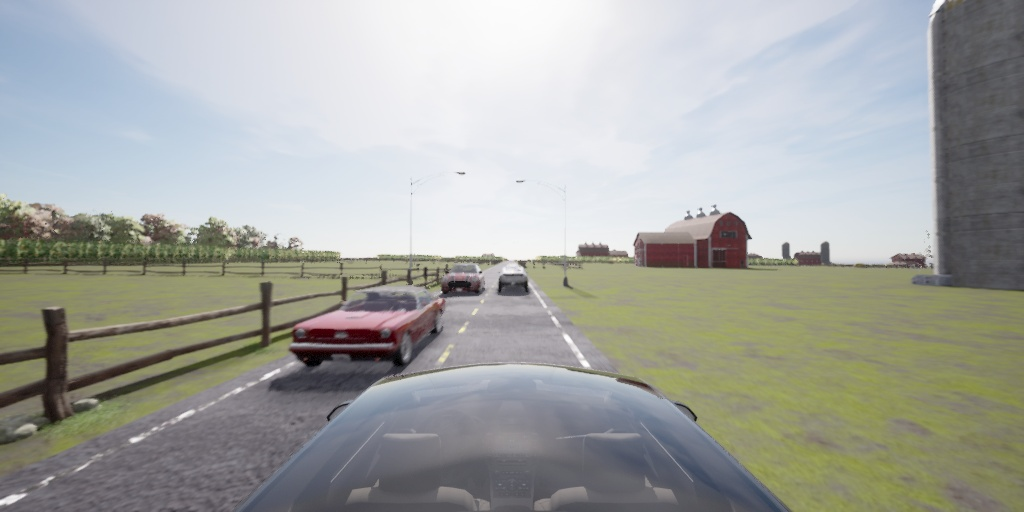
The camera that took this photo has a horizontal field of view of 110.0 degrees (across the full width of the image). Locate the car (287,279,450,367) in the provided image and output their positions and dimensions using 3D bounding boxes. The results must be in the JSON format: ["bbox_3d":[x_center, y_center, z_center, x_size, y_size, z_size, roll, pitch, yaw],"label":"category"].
[{"bbox_3d":[-2.840,1.395,8.165,1.895,1.301,4.718,0,0,0],"label":"car"}]

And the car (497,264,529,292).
[{"bbox_3d":[0.077,1.389,22.905,2.128,1.511,4.902,0,0,0],"label":"car"}]

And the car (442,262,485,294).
[{"bbox_3d":[-2.778,1.236,21.316,2.097,1.767,4.553,0,0,1],"label":"car"}]
